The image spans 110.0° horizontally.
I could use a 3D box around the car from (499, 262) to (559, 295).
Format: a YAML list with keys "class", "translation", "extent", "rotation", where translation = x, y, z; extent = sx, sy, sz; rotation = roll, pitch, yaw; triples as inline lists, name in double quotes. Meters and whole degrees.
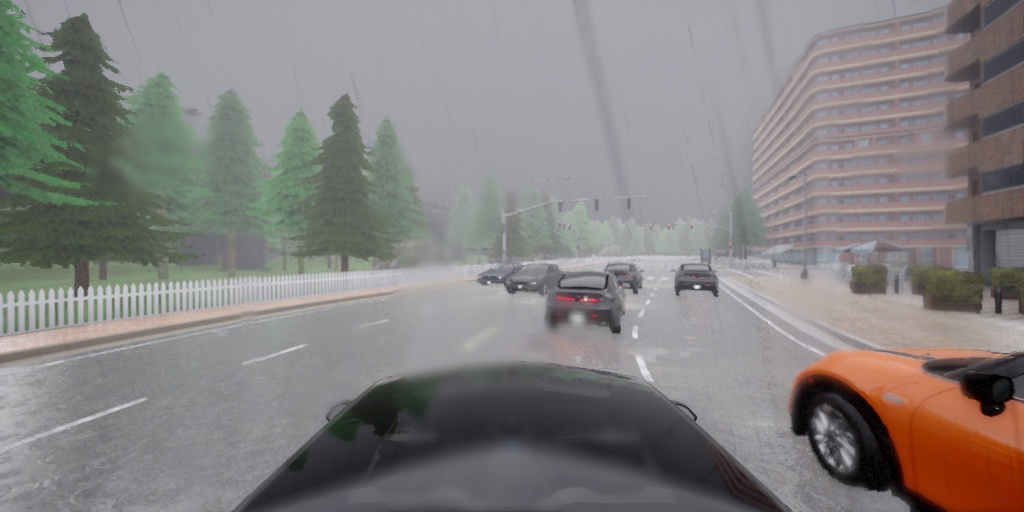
- class: "car"
  translation: [1.355, 1.121, 18.265]
  extent: [1.837, 1.490, 4.892]
  rotation: [0, 0, 24]

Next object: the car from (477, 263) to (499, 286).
- class: "car"
  translation: [-0.222, 1.122, 23.210]
  extent: [2.033, 1.411, 5.357]
  rotation: [0, 0, 25]

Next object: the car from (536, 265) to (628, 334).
- class: "car"
  translation: [2.312, 1.183, 10.562]
  extent: [1.837, 1.490, 4.892]
  rotation: [0, 0, 19]

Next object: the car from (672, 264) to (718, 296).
- class: "car"
  translation: [9.359, 1.119, 18.425]
  extent: [1.837, 1.490, 4.892]
  rotation: [0, 0, 24]

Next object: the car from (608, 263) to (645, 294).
- class: "car"
  translation: [5.908, 1.112, 19.260]
  extent: [1.837, 1.490, 4.892]
  rotation: [0, 1, 24]

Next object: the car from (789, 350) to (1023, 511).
- class: "car"
  translation: [3.830, 1.101, 1.719]
  extent: [2.097, 1.767, 4.553]
  rotation: [0, 0, 1]
